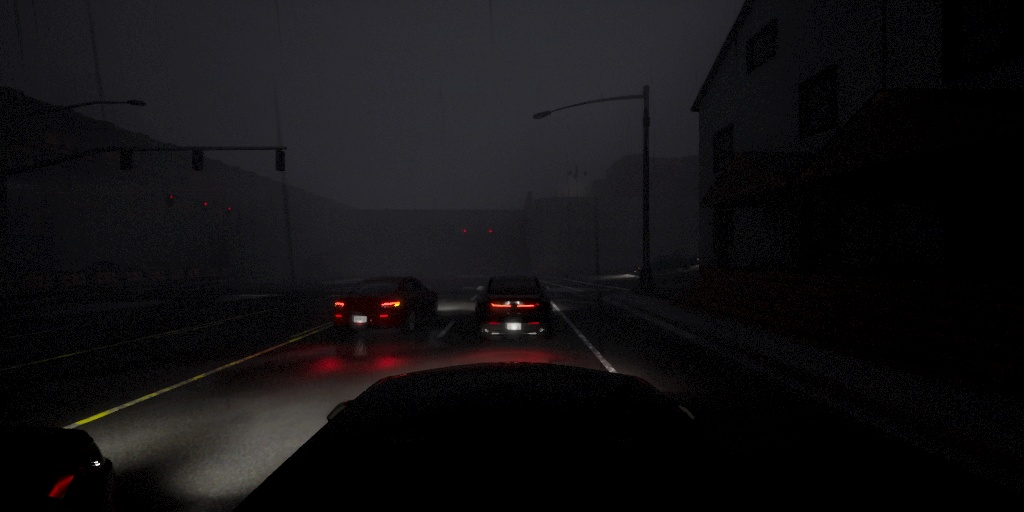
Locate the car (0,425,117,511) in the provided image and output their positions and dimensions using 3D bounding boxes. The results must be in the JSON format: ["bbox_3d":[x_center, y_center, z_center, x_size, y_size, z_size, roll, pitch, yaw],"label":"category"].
[{"bbox_3d":[-3.401,1.255,0.187,1.837,1.490,4.892,0,0,0],"label":"car"}]

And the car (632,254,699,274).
[{"bbox_3d":[13.025,0.603,30.447,5.357,1.411,2.033,-7,0,-1],"label":"car"}]

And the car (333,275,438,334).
[{"bbox_3d":[-3.454,1.276,10.470,1.812,1.442,4.674,0,0,0],"label":"car"}]

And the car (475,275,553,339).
[{"bbox_3d":[0.042,1.255,10.055,1.837,1.490,4.892,0,0,0],"label":"car"}]
